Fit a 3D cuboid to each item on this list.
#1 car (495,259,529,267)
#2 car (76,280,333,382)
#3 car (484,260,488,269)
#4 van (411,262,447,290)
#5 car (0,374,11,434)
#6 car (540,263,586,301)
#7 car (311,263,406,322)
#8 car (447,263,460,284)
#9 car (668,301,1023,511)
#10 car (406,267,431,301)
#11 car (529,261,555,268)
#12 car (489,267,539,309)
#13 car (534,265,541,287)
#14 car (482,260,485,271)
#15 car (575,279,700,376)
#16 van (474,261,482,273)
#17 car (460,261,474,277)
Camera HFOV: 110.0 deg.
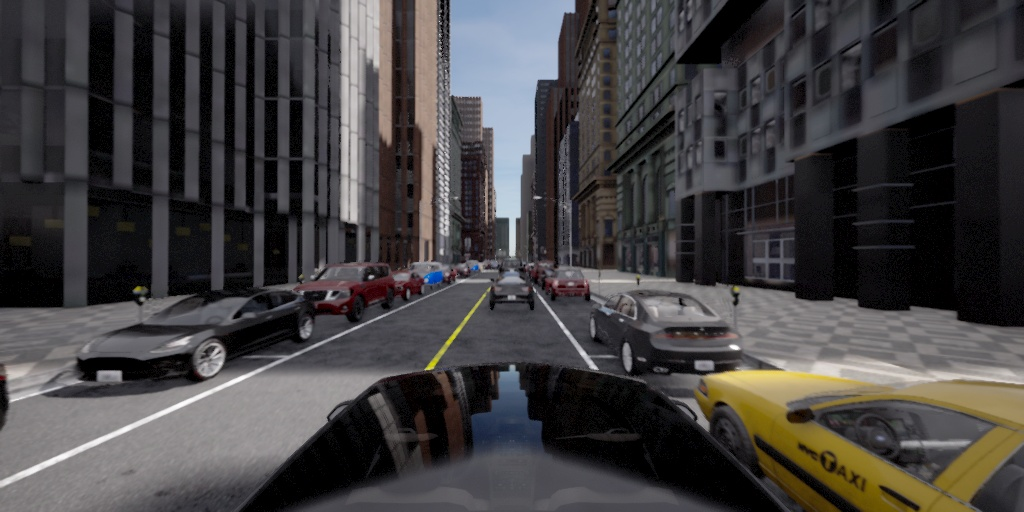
[{"bbox_3d":[-0.017,1.238,29.461,2.150,2.045,5.566,0,0,0],"label":"car"},{"bbox_3d":[-5.767,1.369,7.306,1.948,1.339,4.313,0,0,0],"label":"car"},{"bbox_3d":[-5.821,1.892,63.669,2.007,1.370,4.403,0,0,0],"label":"car"},{"bbox_3d":[-5.784,1.304,24.215,1.690,1.789,3.998,0,0,0],"label":"van"},{"bbox_3d":[-5.762,1.315,1.669,1.948,1.339,4.313,0,0,0],"label":"car"},{"bbox_3d":[2.747,1.350,18.596,1.967,1.591,4.097,0,0,0],"label":"car"},{"bbox_3d":[-5.773,1.171,12.942,2.192,1.841,5.009,0,0,0],"label":"car"},{"bbox_3d":[-5.789,1.457,29.852,1.967,1.591,4.097,0,0,0],"label":"car"},{"bbox_3d":[2.763,1.275,1.859,1.751,1.417,4.829,0,0,0],"label":"car"},{"bbox_3d":[-5.778,1.455,18.579,1.888,1.381,4.507,0,0,0],"label":"car"},{"bbox_3d":[2.736,1.332,29.869,2.192,1.841,5.009,0,0,0],"label":"car"},{"bbox_3d":[0.009,1.409,15.759,1.812,1.442,4.674,0,0,0],"label":"car"},{"bbox_3d":[2.742,1.530,24.233,1.948,1.339,4.313,0,0,0],"label":"car"},{"bbox_3d":[-5.816,1.812,57.864,1.751,1.417,4.829,0,0,0],"label":"car"},{"bbox_3d":[2.758,1.354,7.325,2.007,1.370,4.403,0,0,0],"label":"car"},{"bbox_3d":[-5.810,1.573,52.397,1.690,1.789,3.998,0,0,0],"label":"van"},{"bbox_3d":[-5.800,1.564,41.125,1.967,1.591,4.097,0,0,0],"label":"car"}]
